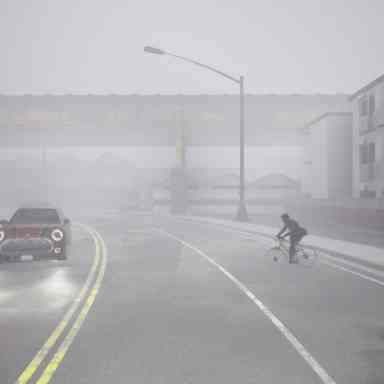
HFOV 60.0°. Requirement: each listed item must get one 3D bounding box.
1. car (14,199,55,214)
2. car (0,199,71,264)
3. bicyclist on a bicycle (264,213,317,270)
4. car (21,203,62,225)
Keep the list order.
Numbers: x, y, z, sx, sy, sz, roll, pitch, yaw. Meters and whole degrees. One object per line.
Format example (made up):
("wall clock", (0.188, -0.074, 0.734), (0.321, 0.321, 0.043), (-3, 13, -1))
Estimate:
("car", (-17.144, 1.554, 36.126), (4.902, 1.511, 2.128), (-1, -2, 40))
("car", (-5.454, 1.309, 11.764), (2.097, 1.767, 4.553), (0, 0, -18))
("bicyclist on a bicycle", (2.860, 1.445, 9.637), (1.656, 1.620, 0.582), (-1, 0, -11))
("car", (-10.842, 1.507, 23.781), (1.895, 1.301, 4.718), (1, 0, -34))
